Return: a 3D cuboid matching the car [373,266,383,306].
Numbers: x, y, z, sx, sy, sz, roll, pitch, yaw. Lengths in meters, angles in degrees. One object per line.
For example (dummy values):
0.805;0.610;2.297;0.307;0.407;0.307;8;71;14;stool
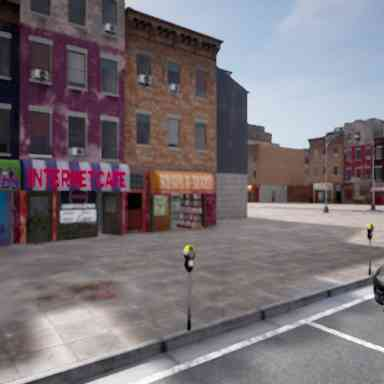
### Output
5.385;1.518;6.641;4.313;1.339;1.947;0;1;-35;car
